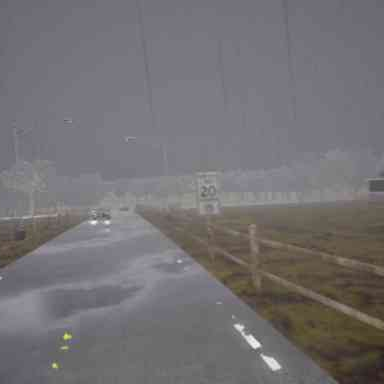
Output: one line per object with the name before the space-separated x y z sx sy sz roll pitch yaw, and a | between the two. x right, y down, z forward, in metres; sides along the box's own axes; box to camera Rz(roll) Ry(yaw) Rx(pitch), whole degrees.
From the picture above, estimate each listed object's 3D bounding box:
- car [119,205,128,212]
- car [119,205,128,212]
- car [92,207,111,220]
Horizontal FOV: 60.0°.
car | -17.550 4.152 85.135 1.882 1.535 5.008 -4 -2 -12
car | -15.424 3.698 75.046 1.812 1.442 4.674 -4 -2 -12
car | -10.920 2.554 40.440 1.837 1.490 4.892 -4 -1 -12
